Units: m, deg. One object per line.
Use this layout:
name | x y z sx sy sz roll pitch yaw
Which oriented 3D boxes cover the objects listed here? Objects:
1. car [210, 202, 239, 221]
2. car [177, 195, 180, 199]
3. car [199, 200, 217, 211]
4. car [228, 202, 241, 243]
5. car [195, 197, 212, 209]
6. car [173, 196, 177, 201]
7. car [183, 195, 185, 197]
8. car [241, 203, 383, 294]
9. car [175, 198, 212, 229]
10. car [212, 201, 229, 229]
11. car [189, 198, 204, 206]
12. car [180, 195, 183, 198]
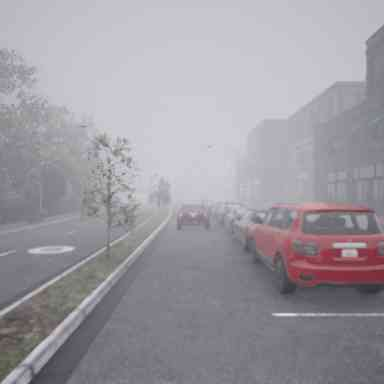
car | 2.930 1.754 31.316 2.163 1.488 4.792 0 0 -1
car | -2.051 2.035 86.965 1.946 1.575 5.366 0 0 -9
car | 2.212 1.869 48.117 2.163 1.488 4.792 0 0 -3
car | 3.048 1.472 14.597 2.185 1.767 4.553 0 0 0
car | 1.825 1.748 53.604 2.185 1.767 4.553 0 0 -4
car | -2.977 1.799 92.296 2.435 2.045 5.566 0 0 -10
car | -0.427 1.995 75.764 2.097 1.535 5.008 0 0 -7
car | 3.049 1.304 9.112 2.435 2.045 5.566 0 0 0
car | 0.068 1.534 23.230 2.097 1.767 4.553 0 0 0
car | 3.048 1.558 25.696 2.185 1.767 4.553 1 0 0
car | 0.832 1.939 64.705 2.231 1.521 4.892 0 0 -5
car | -1.202 2.017 81.465 1.946 1.575 5.366 0 0 -8
